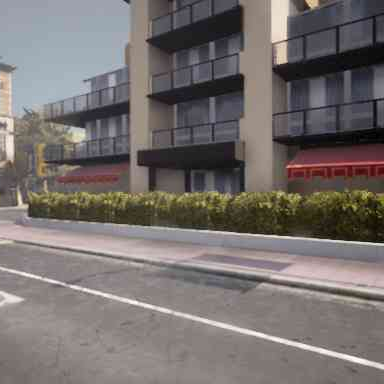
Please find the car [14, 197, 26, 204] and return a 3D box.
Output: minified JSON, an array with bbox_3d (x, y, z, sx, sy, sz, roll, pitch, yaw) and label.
[{"bbox_3d":[-39.885,1.850,73.913,4.892,1.521,2.231,0,0,35],"label":"car"}]
